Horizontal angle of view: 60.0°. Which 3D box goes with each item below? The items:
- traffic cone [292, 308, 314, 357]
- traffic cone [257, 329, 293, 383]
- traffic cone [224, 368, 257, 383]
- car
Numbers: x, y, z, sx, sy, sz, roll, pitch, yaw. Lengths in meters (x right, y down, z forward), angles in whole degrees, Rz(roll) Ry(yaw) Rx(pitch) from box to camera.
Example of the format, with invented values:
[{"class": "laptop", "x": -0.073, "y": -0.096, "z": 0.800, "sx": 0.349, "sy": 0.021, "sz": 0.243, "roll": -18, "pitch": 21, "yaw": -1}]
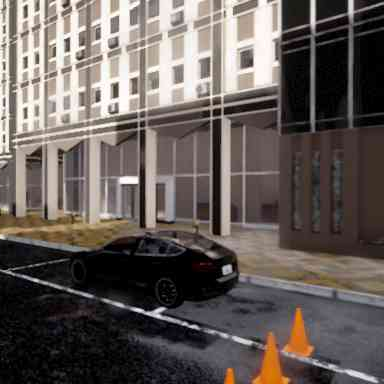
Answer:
[{"class": "traffic cone", "x": 1.514, "y": 1.950, "z": 4.735, "sx": 0.340, "sy": 0.580, "sz": 0.340, "roll": 0, "pitch": 0, "yaw": 36}, {"class": "traffic cone", "x": 0.932, "y": 1.950, "z": 3.922, "sx": 0.340, "sy": 0.580, "sz": 0.340, "roll": 0, "pitch": 0, "yaw": 36}, {"class": "traffic cone", "x": 0.350, "y": 1.950, "z": 3.109, "sx": 0.340, "sy": 0.580, "sz": 0.340, "roll": 0, "pitch": 0, "yaw": 36}, {"class": "car", "x": -1.004, "y": 1.546, "z": 7.723, "sx": 4.313, "sy": 1.339, "sz": 1.947, "roll": 0, "pitch": 0, "yaw": 36}]
